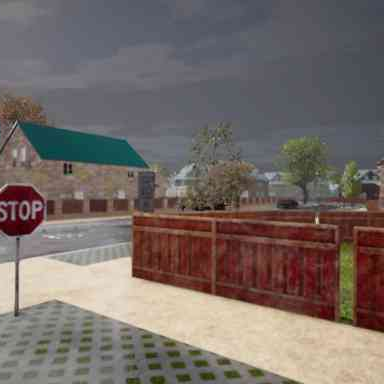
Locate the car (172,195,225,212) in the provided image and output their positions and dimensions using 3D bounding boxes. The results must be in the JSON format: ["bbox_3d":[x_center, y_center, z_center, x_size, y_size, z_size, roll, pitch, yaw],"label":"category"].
[{"bbox_3d":[0.698,1.276,27.293,2.150,2.045,5.566,1,0,35],"label":"car"}]

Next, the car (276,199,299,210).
[{"bbox_3d":[12.891,1.702,44.769,1.882,1.535,5.008,2,0,35],"label":"car"}]
